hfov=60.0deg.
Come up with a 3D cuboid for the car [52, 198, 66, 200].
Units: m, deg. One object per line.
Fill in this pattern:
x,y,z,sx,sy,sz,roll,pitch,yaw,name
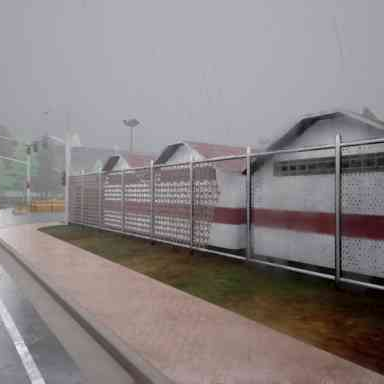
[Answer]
-17.026,1.504,42.409,4.892,1.490,1.837,0,0,-38,car
